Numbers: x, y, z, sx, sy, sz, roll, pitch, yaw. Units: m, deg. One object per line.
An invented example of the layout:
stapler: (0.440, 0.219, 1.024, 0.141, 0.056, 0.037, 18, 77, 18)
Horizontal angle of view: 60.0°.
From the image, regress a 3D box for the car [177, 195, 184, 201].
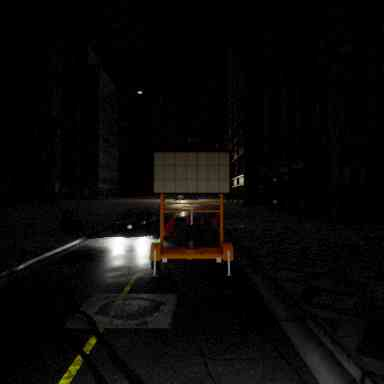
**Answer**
car: (-3.091, 1.568, 88.005, 2.033, 1.411, 5.357, 0, 0, 0)

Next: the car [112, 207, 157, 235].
car: (-3.120, 1.562, 18.704, 1.994, 1.385, 4.181, 0, 0, 0)

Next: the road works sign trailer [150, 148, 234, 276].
road works sign trailer: (-0.009, 0.465, 10.307, 2.380, 3.560, 2.880, 0, 0, 0)
